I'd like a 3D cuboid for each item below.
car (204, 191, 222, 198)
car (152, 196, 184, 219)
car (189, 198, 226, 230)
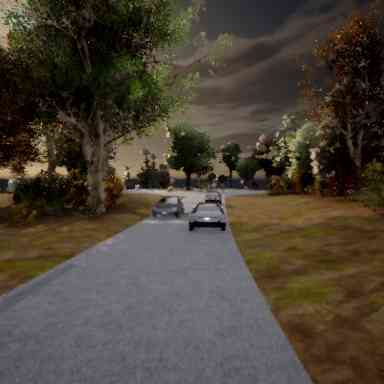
[{"bbox_3d":[2.296,0.613,36.186,2.033,1.411,5.357,0,2,5],"label":"car"},{"bbox_3d":[-1.620,1.023,24.198,1.812,1.442,4.674,2,2,5],"label":"car"},{"bbox_3d":[0.896,1.270,18.844,1.994,1.385,4.181,0,2,4],"label":"car"}]
